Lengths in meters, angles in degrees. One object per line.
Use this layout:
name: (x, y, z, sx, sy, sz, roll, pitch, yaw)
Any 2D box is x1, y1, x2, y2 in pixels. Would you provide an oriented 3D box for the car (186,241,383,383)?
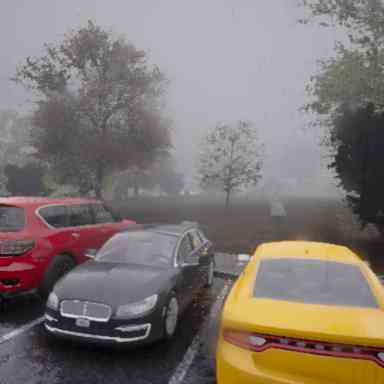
car: (1.635, 1.472, 4.940, 2.097, 1.535, 5.008, 1, 0, 15)

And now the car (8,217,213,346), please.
car: (-0.782, 1.440, 6.664, 2.231, 1.521, 4.892, 1, 0, 15)

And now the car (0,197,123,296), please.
car: (-3.217, 1.144, 8.394, 2.435, 2.045, 5.566, 1, 0, 15)
